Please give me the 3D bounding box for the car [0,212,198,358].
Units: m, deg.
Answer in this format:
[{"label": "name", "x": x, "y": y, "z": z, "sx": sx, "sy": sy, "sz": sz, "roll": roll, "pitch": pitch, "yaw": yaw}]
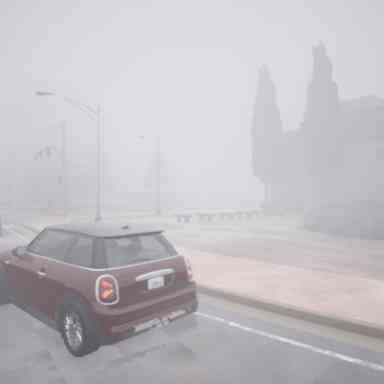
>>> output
[{"label": "car", "x": -2.085, "y": 1.352, "z": 6.336, "sx": 4.553, "sy": 1.767, "sz": 2.097, "roll": 0, "pitch": 0, "yaw": 43}]
